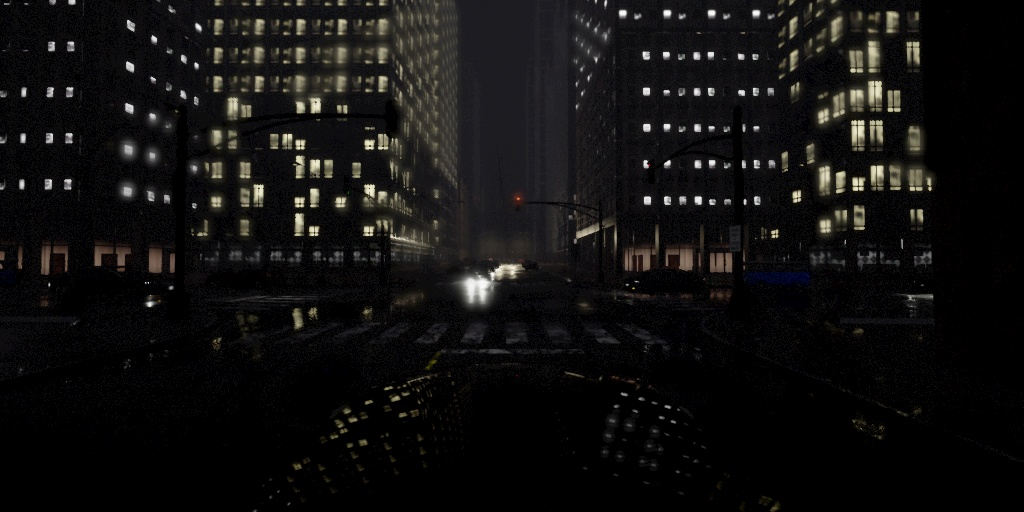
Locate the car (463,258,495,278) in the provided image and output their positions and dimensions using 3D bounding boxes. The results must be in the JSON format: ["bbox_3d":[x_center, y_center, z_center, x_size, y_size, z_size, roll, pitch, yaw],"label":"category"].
[{"bbox_3d":[-3.096,1.254,34.366,2.128,1.511,4.902,0,0,0],"label":"car"}]

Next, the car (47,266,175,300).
[{"bbox_3d":[-18.086,1.191,16.459,4.902,1.511,2.128,0,-1,0],"label":"car"}]

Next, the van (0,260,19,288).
[{"bbox_3d":[-33.437,1.132,22.269,3.998,1.789,1.690,0,0,0],"label":"van"}]

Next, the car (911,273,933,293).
[{"bbox_3d":[24.813,1.341,19.558,4.892,1.490,1.837,0,-1,0],"label":"car"}]

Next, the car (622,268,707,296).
[{"bbox_3d":[8.106,1.358,19.214,4.181,1.385,1.994,0,-1,-6],"label":"car"}]

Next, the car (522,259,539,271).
[{"bbox_3d":[2.693,1.350,48.878,1.802,1.307,4.207,0,0,0],"label":"car"}]

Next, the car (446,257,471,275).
[{"bbox_3d":[-5.688,1.203,37.667,1.967,1.591,4.097,0,0,0],"label":"car"}]

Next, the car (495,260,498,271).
[{"bbox_3d":[-3.093,1.292,44.570,1.812,1.442,4.674,0,0,0],"label":"car"}]

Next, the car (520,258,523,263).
[{"bbox_3d":[2.694,1.298,60.204,1.751,1.417,4.829,0,0,0],"label":"car"}]

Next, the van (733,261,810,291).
[{"bbox_3d":[15.982,1.210,22.155,3.998,1.789,1.690,0,0,0],"label":"van"}]

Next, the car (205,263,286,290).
[{"bbox_3d":[-16.491,1.255,22.231,4.097,1.591,1.967,0,0,0],"label":"car"}]
